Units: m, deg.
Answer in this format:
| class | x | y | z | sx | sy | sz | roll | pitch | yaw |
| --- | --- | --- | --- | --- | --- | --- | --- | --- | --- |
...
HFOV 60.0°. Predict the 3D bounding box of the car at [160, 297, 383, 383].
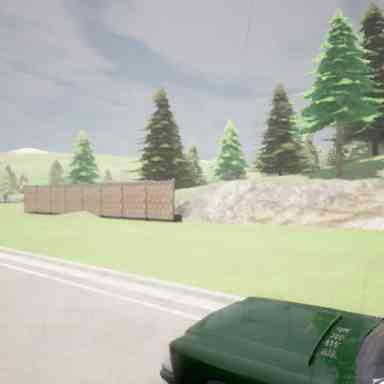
| class | x | y | z | sx | sy | sz | roll | pitch | yaw |
| --- | --- | --- | --- | --- | --- | --- | --- | --- | --- |
| car | 2.035 | 1.605 | 2.643 | 4.718 | 1.301 | 1.895 | -1 | 0 | 35 |
